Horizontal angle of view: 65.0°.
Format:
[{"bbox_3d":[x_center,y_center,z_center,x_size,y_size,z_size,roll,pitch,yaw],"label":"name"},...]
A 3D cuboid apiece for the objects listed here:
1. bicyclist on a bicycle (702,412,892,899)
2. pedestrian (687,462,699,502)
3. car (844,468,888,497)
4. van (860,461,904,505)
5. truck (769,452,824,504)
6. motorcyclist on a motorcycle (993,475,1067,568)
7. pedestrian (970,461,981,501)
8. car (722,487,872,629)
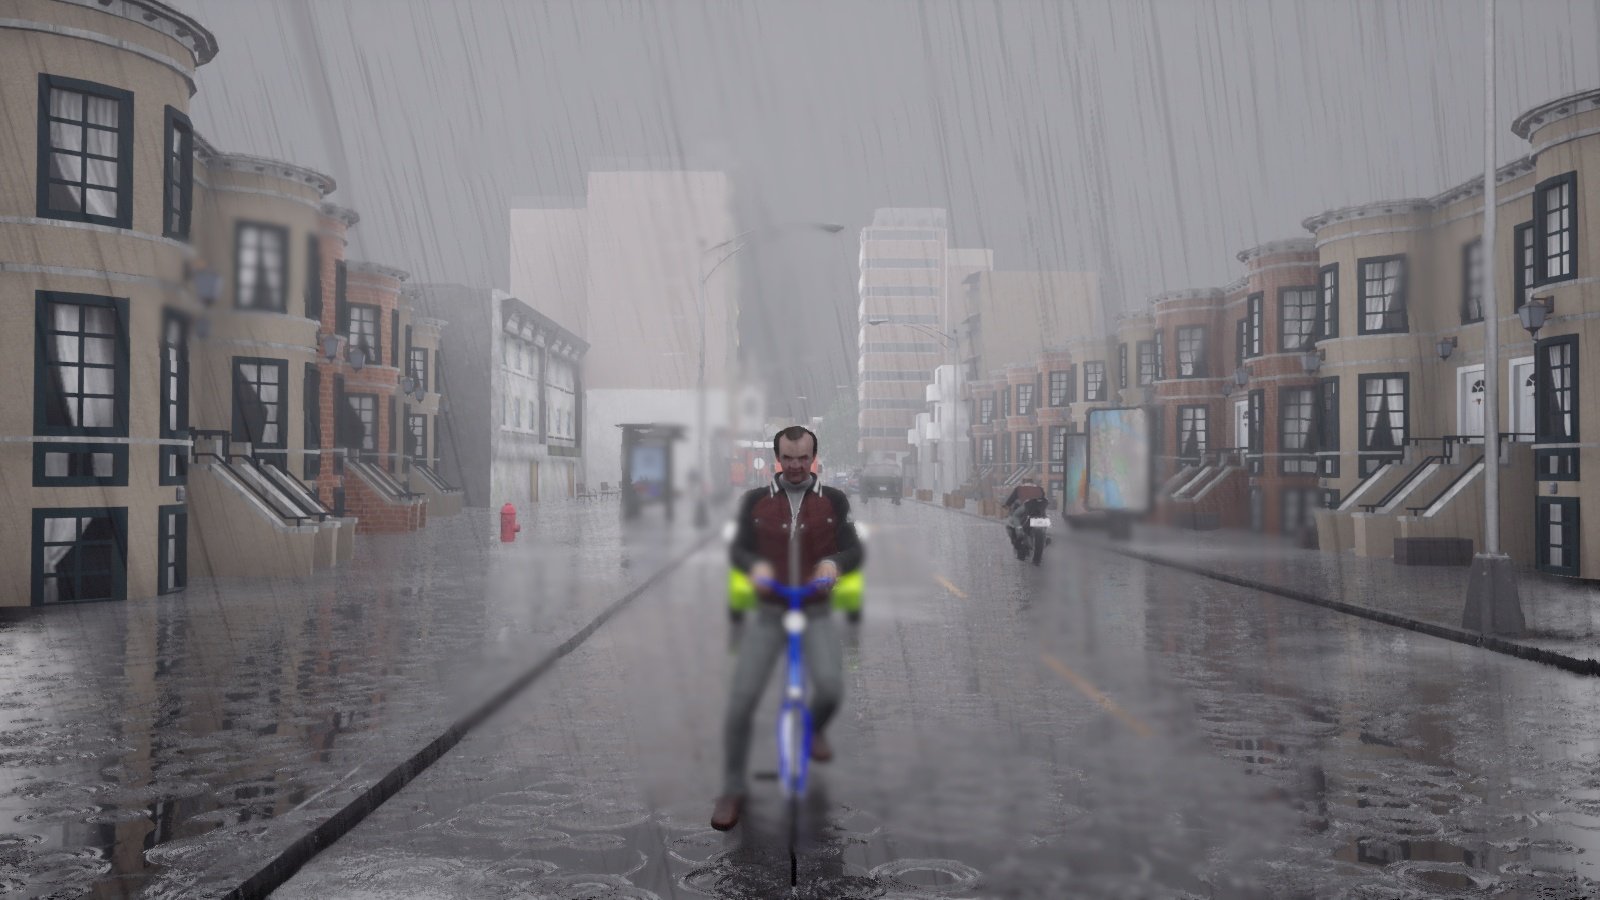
[{"bbox_3d":[-0.015,0.774,5.309,0.659,1.776,1.843,0,-1,0],"label":"bicyclist on a bicycle"},{"bbox_3d":[-5.231,1.576,61.547,0.423,1.949,0.788,0,-1,-19],"label":"pedestrian"},{"bbox_3d":[3.787,1.861,72.656,2.242,1.667,4.611,0,-1,0],"label":"car"},{"bbox_3d":[3.840,1.551,59.666,1.775,1.987,4.442,0,-1,0],"label":"van"},{"bbox_3d":[-0.172,1.381,62.563,2.627,2.467,5.204,0,-1,0],"label":"truck"},{"bbox_3d":[3.942,1.198,21.733,0.866,1.530,2.191,0,-1,0],"label":"motorcyclist on a motorcycle"},{"bbox_3d":[8.635,1.524,61.728,0.396,1.930,0.692,-1,-1,19],"label":"pedestrian"},{"bbox_3d":[-0.036,1.096,13.514,1.481,1.376,2.207,0,-1,0],"label":"car"}]
